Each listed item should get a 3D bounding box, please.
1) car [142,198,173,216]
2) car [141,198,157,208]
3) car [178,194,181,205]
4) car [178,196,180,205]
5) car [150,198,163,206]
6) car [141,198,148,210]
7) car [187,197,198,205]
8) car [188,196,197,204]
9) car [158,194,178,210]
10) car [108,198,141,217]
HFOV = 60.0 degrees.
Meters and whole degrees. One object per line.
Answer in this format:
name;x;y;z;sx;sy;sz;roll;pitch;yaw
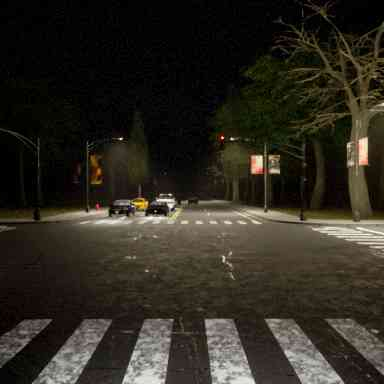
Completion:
car;-3.294;1.583;32.202;1.994;1.385;4.181;0;0;1
car;-6.534;1.661;51.110;1.994;1.385;4.181;0;0;-1
car;-3.221;1.405;62.425;2.150;2.045;5.566;0;0;1
car;-3.280;1.703;51.812;1.895;1.301;4.718;0;0;0
car;-6.484;1.774;61.168;1.895;1.301;4.718;0;0;0
car;-6.541;1.520;41.064;1.882;1.535;5.008;0;0;0
car;0.174;1.671;61.832;2.128;1.511;4.902;0;0;0
car;0.135;1.740;72.650;1.882;1.535;5.008;0;0;0
car;-3.291;1.266;41.561;2.150;2.045;5.566;0;0;0
car;-6.555;1.510;31.562;2.128;1.511;4.902;0;0;0
